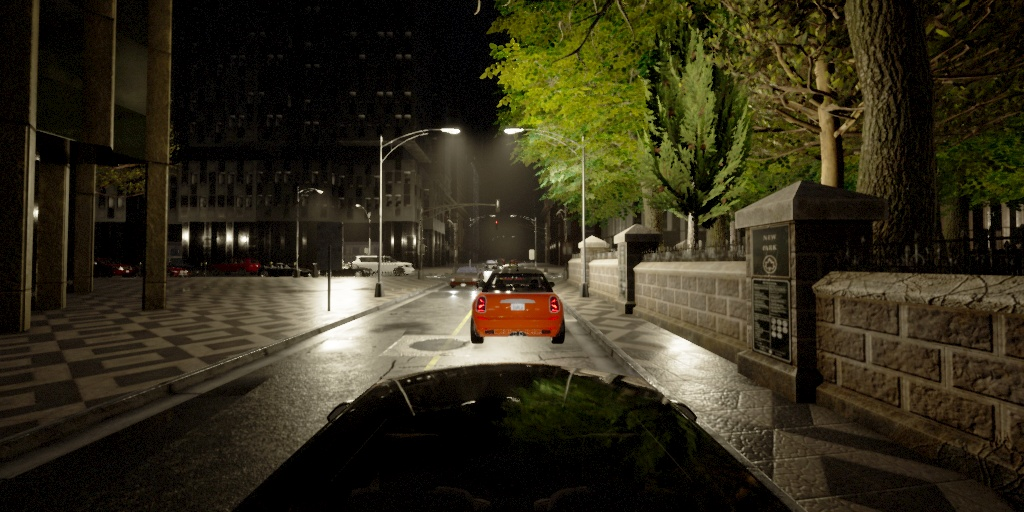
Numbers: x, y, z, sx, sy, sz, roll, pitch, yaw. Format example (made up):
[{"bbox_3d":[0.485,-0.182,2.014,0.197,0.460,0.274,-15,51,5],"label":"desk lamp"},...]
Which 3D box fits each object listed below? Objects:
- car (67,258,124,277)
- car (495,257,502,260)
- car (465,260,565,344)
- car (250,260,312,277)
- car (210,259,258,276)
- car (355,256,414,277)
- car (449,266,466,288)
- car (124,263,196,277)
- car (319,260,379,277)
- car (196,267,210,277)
[{"bbox_3d":[-36.559,1.060,31.755,5.009,1.841,2.192,0,0,1],"label":"car"},{"bbox_3d":[-2.875,1.324,51.036,2.128,1.511,4.902,0,0,0],"label":"car"},{"bbox_3d":[0.129,1.107,9.759,2.097,1.767,4.553,0,0,0],"label":"car"},{"bbox_3d":[-20.021,1.289,31.590,4.313,1.339,1.948,0,0,1],"label":"car"},{"bbox_3d":[-30.969,1.236,40.223,5.009,1.841,2.192,0,0,1],"label":"car"},{"bbox_3d":[-12.338,0.996,34.388,5.566,2.045,2.150,0,-1,-5],"label":"car"},{"bbox_3d":[-2.904,1.346,24.150,2.033,1.411,5.357,0,0,0],"label":"car"},{"bbox_3d":[-31.047,1.320,31.700,4.207,1.307,1.802,0,0,1],"label":"car"},{"bbox_3d":[-14.508,1.266,31.535,4.403,1.370,2.007,0,0,1],"label":"car"},{"bbox_3d":[-32.136,1.361,34.393,4.181,1.385,1.994,0,-1,1],"label":"car"}]
